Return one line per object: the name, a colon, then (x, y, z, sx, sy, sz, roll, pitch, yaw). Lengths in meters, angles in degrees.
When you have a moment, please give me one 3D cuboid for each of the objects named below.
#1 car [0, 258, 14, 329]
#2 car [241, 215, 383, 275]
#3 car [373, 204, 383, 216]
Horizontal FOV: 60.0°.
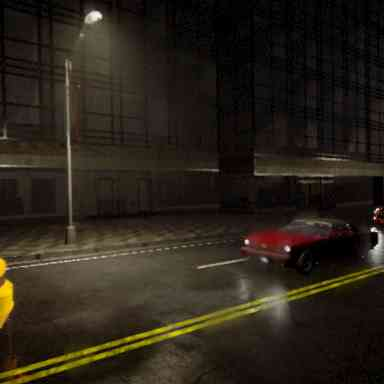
car: (-5.030, 1.493, 4.072, 5.008, 1.535, 1.882, 0, 0, -36)
car: (3.776, 1.525, 10.369, 4.718, 1.301, 1.895, -1, 0, -35)
car: (13.525, 1.155, 21.209, 4.553, 1.767, 2.097, -1, 0, -35)
